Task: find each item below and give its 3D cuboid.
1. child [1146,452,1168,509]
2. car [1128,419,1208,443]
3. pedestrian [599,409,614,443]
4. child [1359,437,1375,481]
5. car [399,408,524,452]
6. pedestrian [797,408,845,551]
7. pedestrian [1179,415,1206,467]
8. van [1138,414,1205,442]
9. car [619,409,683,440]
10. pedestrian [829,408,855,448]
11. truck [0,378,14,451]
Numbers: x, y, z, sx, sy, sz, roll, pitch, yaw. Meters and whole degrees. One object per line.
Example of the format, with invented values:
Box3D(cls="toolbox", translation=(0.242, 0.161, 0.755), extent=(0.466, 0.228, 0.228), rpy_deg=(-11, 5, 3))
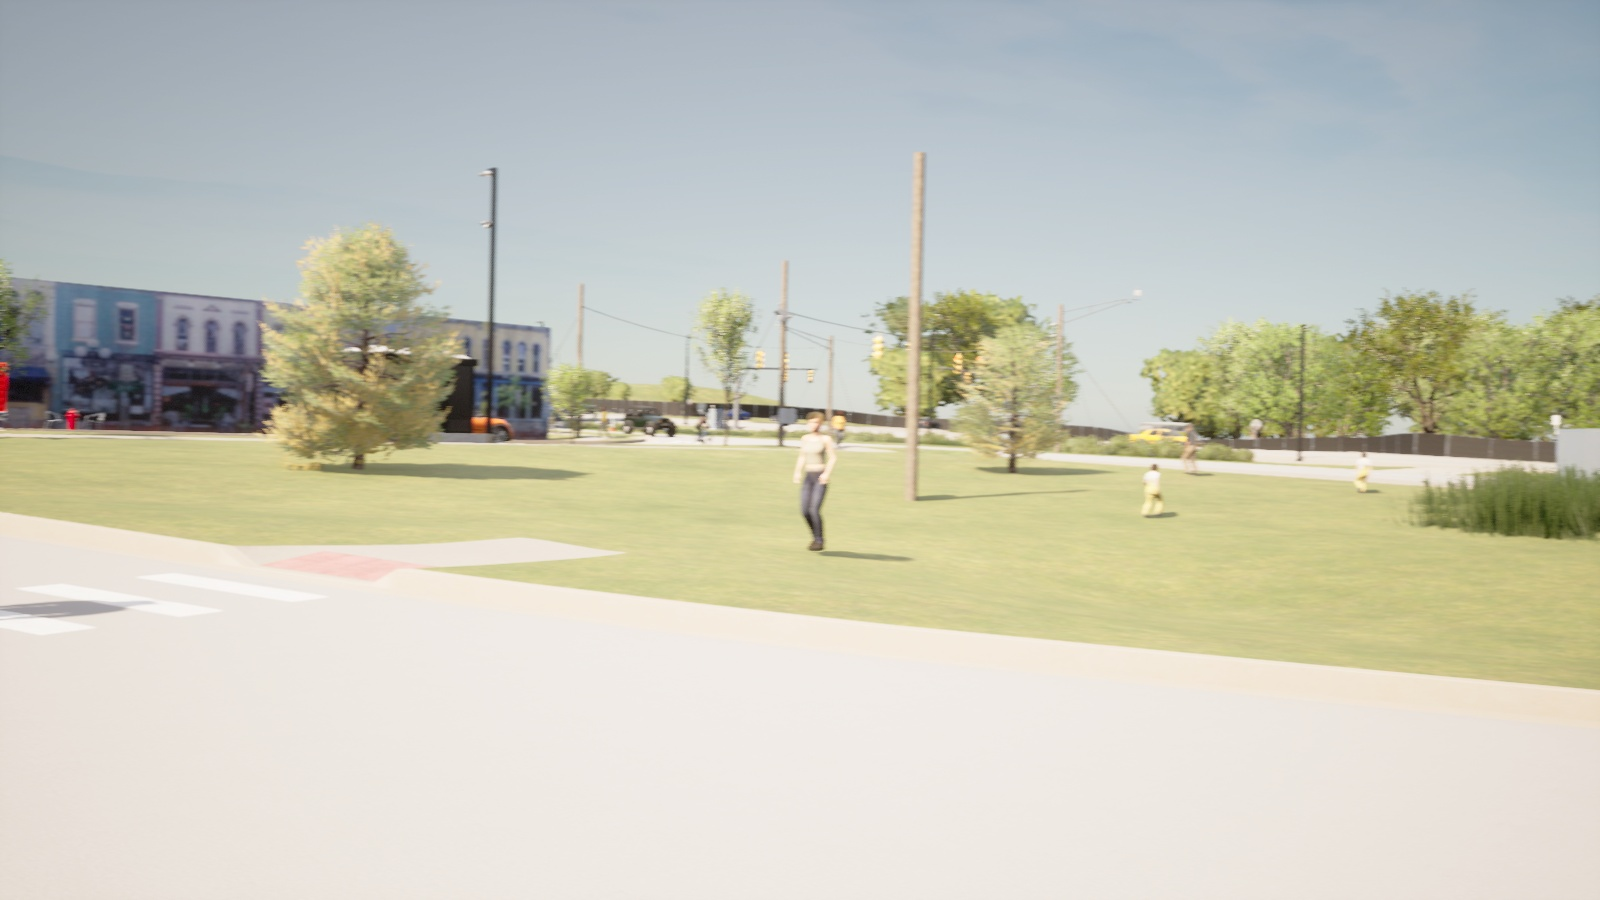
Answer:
Box3D(cls="child", translation=(7.995, 0.683, 28.113), extent=(0.437, 1.263, 0.270), rpy_deg=(0, 1, -44))
Box3D(cls="car", translation=(26.697, -1.411, 91.268), extent=(5.366, 1.575, 1.801), rpy_deg=(3, 2, 44))
Box3D(cls="pedestrian", translation=(-10.661, -1.322, 69.129), extent=(0.431, 1.840, 0.709), rpy_deg=(1, 1, 42))
Box3D(cls="child", translation=(16.302, 0.249, 36.091), extent=(0.270, 1.263, 0.437), rpy_deg=(0, 1, 4))
Box3D(cls="car", translation=(-14.030, -0.811, 52.201), extent=(2.097, 1.767, 4.553), rpy_deg=(1, 1, 44))
Box3D(cls="pedestrian", translation=(0.273, 0.372, 16.408), extent=(0.345, 1.836, 0.594), rpy_deg=(1, 1, 37))
Box3D(cls="pedestrian", translation=(13.960, -0.321, 44.666), extent=(0.540, 1.848, 0.694), rpy_deg=(0, 1, -37))
Box3D(cls="van", translation=(28.031, -1.673, 94.856), extent=(4.442, 1.987, 1.775), rpy_deg=(3, 2, 44))
Box3D(cls="car", translation=(-9.247, -1.579, 77.848), extent=(3.866, 1.878, 1.905), rpy_deg=(2, 2, 45))
Box3D(cls="pedestrian", translation=(2.008, -1.044, 59.519), extent=(0.874, 1.855, 0.900), rpy_deg=(0, 1, -32))
Box3D(cls="truck", translation=(-29.508, -1.220, 41.844), extent=(5.204, 2.467, 2.627), rpy_deg=(0, 1, -43))
